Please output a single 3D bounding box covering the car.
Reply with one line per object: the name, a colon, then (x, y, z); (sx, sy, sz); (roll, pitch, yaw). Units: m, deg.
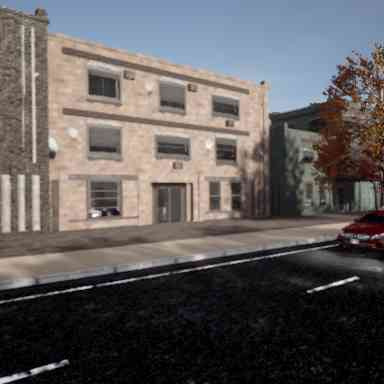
car: (7.667, 1.483, 13.158); (4.674, 1.442, 1.812); (0, 0, -36)
